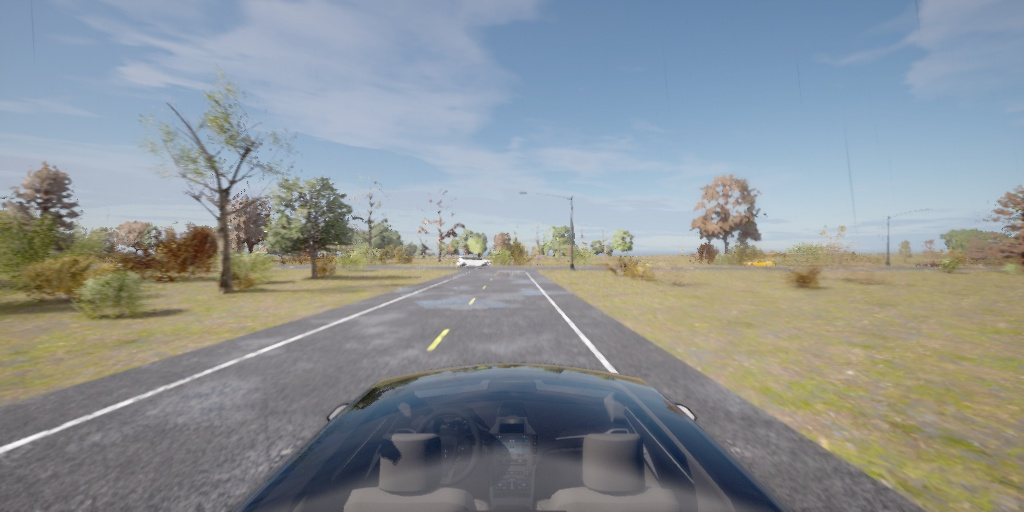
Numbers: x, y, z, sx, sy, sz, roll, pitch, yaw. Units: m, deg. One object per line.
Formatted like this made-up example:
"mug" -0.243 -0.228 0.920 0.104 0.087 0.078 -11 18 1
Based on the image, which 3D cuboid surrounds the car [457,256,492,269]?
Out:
"car" -6.026 0.997 57.223 5.566 2.045 2.150 0 0 -1
